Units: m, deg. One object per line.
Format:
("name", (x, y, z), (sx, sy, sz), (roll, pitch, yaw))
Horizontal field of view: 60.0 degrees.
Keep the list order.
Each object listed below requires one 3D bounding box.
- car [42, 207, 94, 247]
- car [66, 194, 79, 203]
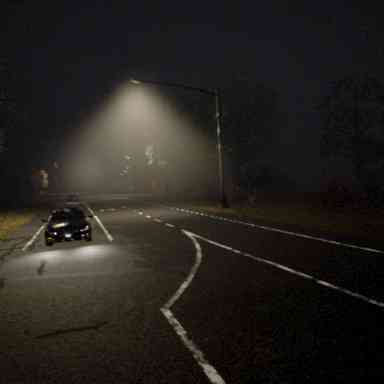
("car", (-5.837, 1.503, 15.766), (1.837, 1.490, 4.892), (-4, 2, -19))
("car", (-19.997, 0.988, 55.779), (2.033, 1.411, 5.357), (-4, 2, -16))
